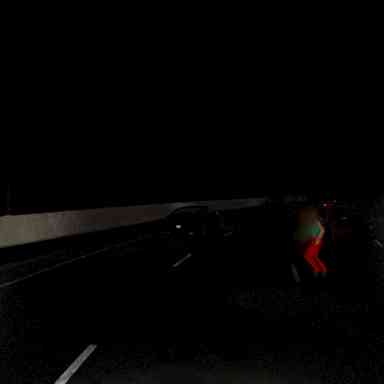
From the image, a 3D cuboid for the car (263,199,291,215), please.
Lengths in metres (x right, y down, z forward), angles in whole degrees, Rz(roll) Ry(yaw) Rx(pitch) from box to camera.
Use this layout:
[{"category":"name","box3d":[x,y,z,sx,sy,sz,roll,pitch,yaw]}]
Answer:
[{"category":"car","box3d":[8.894,1.477,34.448,1.882,1.535,5.008,0,0,29]}]

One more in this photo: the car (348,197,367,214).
[{"category":"car","box3d":[17.441,1.352,35.422,2.097,1.767,4.553,0,0,29]}]

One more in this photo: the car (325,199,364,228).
[{"category":"car","box3d":[10.501,1.478,22.666,1.882,1.535,5.008,0,-1,27]}]

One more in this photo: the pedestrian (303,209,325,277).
[{"category":"pedestrian","box3d":[3.213,1.294,8.749,0.375,1.860,0.375,0,0,12]}]

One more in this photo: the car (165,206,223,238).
[{"category":"car","box3d":[0.253,1.477,17.923,1.882,1.535,5.008,0,0,21]}]

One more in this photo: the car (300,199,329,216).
[{"category":"car","box3d":[11.915,1.564,32.628,1.994,1.385,4.181,0,0,29]}]
